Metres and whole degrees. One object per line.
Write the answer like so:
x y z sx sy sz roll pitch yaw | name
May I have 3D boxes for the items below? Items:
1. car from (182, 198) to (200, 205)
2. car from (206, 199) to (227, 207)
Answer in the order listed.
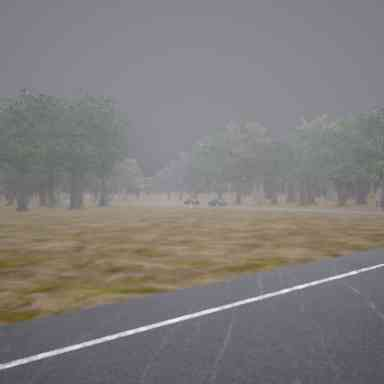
-0.224 2.117 71.297 1.837 1.490 4.892 2 -2 -34 | car
4.723 2.099 64.157 1.837 1.490 4.892 2 -3 -34 | car
